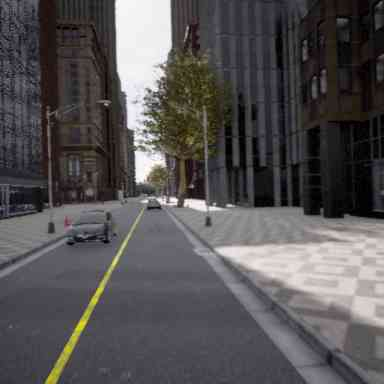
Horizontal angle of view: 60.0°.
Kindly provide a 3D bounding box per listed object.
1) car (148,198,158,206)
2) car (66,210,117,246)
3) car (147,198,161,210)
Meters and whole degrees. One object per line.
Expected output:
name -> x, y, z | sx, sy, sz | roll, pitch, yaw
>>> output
car -> -7.646, 1.918, 65.497 | 1.837, 1.490, 4.892 | -2, 0, -6
car -> -4.865, 1.682, 16.620 | 1.837, 1.490, 4.892 | -2, 0, -7
car -> -5.531, 1.858, 48.667 | 1.994, 1.385, 4.181 | -2, 0, -7
